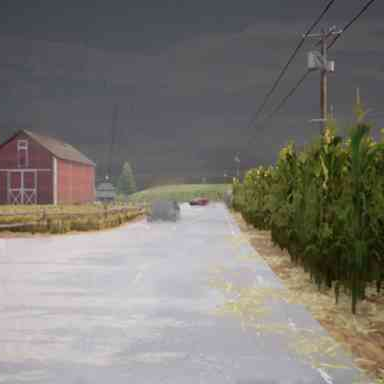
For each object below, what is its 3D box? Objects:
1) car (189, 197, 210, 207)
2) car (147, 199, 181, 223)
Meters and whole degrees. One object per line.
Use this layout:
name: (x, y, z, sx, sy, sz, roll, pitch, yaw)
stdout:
car: (1.234, 1.495, 51.369, 1.882, 1.535, 5.008, 0, 0, 23)
car: (-2.037, 1.355, 25.256, 2.097, 1.767, 4.553, 0, 0, 4)
